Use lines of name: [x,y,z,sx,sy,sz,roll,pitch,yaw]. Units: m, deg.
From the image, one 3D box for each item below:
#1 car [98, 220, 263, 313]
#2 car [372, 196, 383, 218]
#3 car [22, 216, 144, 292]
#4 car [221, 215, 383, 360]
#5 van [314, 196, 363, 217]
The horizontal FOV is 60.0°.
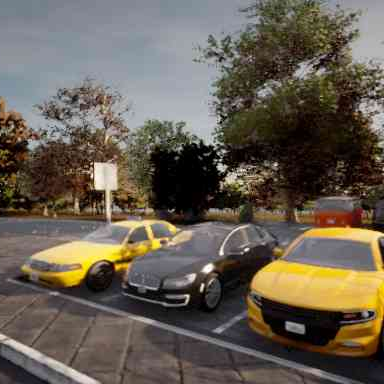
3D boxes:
car: [0.517,1.476,7.910,2.231,1.521,4.892,0,0,36]
car: [10.569,1.211,16.831,2.435,2.045,5.566,0,0,36]
car: [-1.847,1.488,9.364,1.946,1.575,5.366,0,0,36]
car: [2.773,1.467,6.299,2.097,1.535,5.008,0,0,36]
van: [8.268,1.246,18.585,1.878,1.987,4.442,0,0,36]
